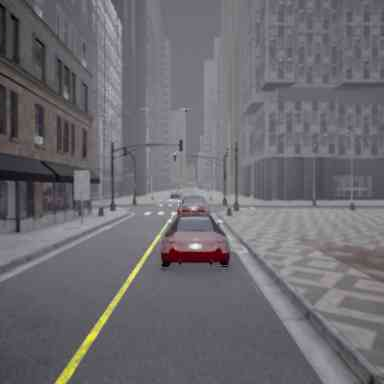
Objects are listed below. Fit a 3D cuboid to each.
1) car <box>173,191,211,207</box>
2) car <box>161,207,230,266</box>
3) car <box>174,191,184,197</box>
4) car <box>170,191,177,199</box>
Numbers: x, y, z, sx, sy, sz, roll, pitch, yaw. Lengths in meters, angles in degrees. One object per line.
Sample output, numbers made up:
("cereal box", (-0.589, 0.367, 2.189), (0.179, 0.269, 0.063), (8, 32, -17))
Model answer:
("car", (0.147, 1.012, 22.039), (2.097, 1.767, 4.553), (0, 1, 2))
("car", (0.096, 1.393, 10.890), (1.994, 1.385, 4.181), (0, 1, 0))
("car", (-3.015, 0.404, 76.966), (2.033, 1.411, 5.357), (0, 1, 0))
("car", (-3.045, 0.686, 61.436), (1.895, 1.301, 4.718), (0, 1, 1))
